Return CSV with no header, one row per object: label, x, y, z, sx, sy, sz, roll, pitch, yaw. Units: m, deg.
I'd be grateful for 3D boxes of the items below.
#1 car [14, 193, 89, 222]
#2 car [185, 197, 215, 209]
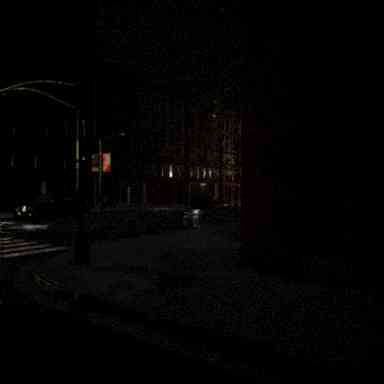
car,-10.501,1.089,25.371,2.150,2.045,5.566,0,1,33
car,1.058,1.366,41.928,1.837,1.490,4.892,1,0,35
